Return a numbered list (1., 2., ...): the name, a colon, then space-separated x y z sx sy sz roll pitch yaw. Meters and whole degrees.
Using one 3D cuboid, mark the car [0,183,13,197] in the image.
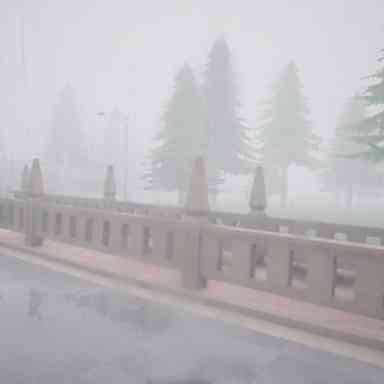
1. car: -21.277 -0.308 34.414 1.837 1.490 4.892 4 2 37
